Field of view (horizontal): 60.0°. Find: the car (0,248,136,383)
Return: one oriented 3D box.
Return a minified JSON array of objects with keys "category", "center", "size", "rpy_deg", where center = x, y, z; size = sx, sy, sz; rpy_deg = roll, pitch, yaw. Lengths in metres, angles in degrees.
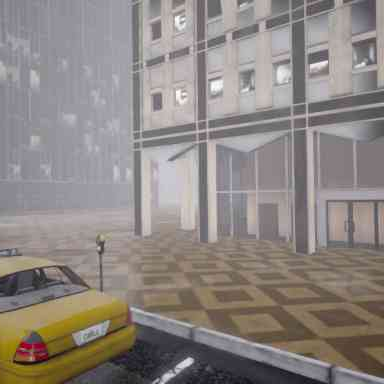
[{"category":"car","center":[-2.988,1.528,5.021],"size":[4.829,1.417,1.752],"rpy_deg":[0,-1,36]}]
